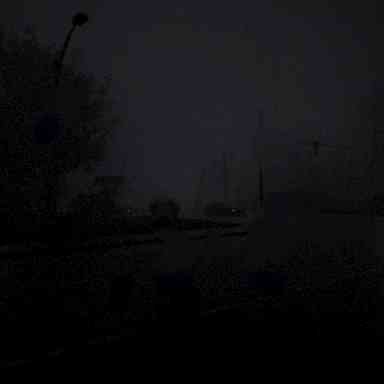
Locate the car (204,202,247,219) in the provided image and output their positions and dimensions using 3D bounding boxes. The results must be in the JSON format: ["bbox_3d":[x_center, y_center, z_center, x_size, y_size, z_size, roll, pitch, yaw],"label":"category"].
[{"bbox_3d":[3.101,1.703,31.665,1.882,1.535,5.008,0,-1,-32],"label":"car"}]

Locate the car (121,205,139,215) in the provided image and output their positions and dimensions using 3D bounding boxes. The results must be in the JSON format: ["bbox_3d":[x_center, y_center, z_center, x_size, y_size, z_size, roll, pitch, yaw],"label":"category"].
[{"bbox_3d":[-9.967,2.873,52.266,1.837,1.490,4.892,0,-3,-32],"label":"car"}]
